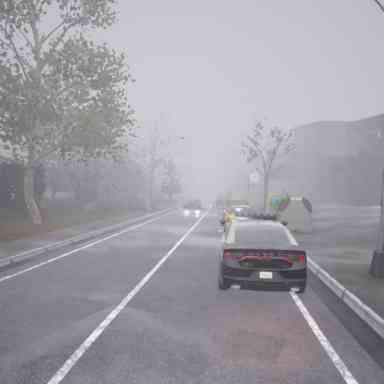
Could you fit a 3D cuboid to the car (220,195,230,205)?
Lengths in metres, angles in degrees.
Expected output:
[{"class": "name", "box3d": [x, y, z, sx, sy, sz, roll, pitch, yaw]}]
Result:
[{"class": "car", "box3d": [3.385, 1.278, 24.929, 2.097, 1.767, 4.553, 1, 0, 6]}]

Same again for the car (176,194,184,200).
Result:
[{"class": "car", "box3d": [-3.026, 1.189, 88.386, 1.882, 1.535, 5.008, -1, 0, -14]}]

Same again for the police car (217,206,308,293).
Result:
[{"class": "police car", "box3d": [1.720, 1.414, 9.083, 1.930, 1.638, 5.238, 1, 0, 6]}]

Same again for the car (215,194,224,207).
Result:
[{"class": "car", "box3d": [4.481, 1.165, 48.083, 2.097, 1.767, 4.553, 0, 0, 3]}]

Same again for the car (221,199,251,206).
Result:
[{"class": "car", "box3d": [2.778, 1.405, 19.154, 1.801, 1.575, 5.366, 1, 0, 6]}]

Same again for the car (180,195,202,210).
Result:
[{"class": "car", "box3d": [0.151, 1.389, 39.373, 1.994, 1.385, 4.181, 1, 0, 5]}]
